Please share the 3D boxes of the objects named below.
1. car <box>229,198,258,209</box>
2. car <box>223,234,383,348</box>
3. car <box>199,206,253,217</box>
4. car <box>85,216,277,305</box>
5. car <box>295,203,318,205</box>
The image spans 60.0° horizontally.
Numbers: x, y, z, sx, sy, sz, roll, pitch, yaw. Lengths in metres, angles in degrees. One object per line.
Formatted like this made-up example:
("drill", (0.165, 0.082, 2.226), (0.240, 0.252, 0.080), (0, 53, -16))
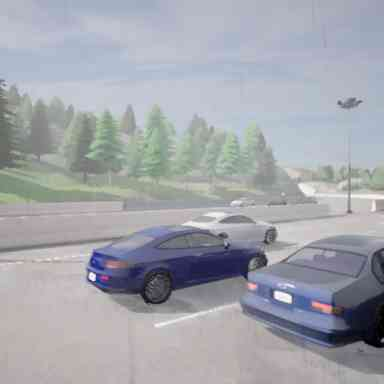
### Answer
("car", (7.435, 1.561, 47.752), (1.812, 1.442, 4.674), (0, 0, 44))
("car", (3.292, 1.548, 6.303), (5.357, 1.411, 2.033), (0, 0, -38))
("car", (1.574, 1.538, 13.861), (4.674, 1.442, 1.812), (0, 0, -38))
("car", (-0.171, 1.535, 8.096), (4.674, 1.442, 1.812), (0, 0, -37))
("car", (13.413, 1.579, 38.873), (1.994, 1.385, 4.181), (0, 0, 45))
